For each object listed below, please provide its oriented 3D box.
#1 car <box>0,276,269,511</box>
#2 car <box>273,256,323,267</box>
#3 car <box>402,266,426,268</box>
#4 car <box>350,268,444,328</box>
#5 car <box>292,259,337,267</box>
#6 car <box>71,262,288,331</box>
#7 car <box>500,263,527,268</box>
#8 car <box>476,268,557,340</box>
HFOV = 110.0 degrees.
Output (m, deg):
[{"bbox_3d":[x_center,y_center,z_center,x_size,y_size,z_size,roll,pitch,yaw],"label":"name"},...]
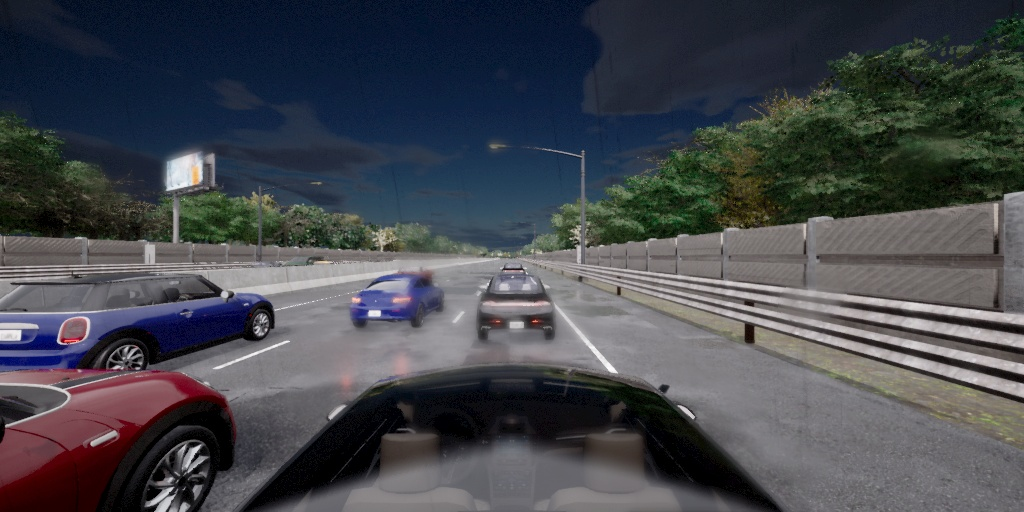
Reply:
[{"bbox_3d":[-3.405,1.102,1.177,2.097,1.767,4.553,0,0,0],"label":"car"},{"bbox_3d":[-21.102,1.013,36.415,2.150,2.045,5.566,0,0,0],"label":"car"},{"bbox_3d":[-6.905,1.371,25.639,1.895,1.301,4.718,0,0,1],"label":"car"},{"bbox_3d":[-3.405,1.280,11.295,1.812,1.442,4.674,0,0,1],"label":"car"},{"bbox_3d":[-17.602,1.261,33.128,1.882,1.535,5.008,0,0,0],"label":"car"},{"bbox_3d":[-6.896,1.104,7.022,2.097,1.767,4.553,0,0,-1],"label":"car"},{"bbox_3d":[0.093,1.264,27.217,2.128,1.511,4.902,0,0,0],"label":"car"},{"bbox_3d":[0.100,1.244,9.978,2.128,1.511,4.902,0,0,0],"label":"car"}]
